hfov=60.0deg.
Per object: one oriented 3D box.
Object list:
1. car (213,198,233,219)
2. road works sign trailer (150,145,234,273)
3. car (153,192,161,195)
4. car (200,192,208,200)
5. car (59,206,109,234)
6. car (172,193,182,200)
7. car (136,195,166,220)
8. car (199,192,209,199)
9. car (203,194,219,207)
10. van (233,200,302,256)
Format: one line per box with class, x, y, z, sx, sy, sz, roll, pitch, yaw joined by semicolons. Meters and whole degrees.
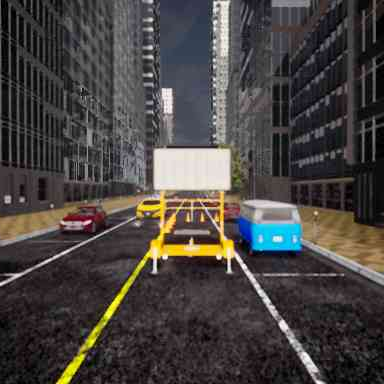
car;2.697;1.368;23.679;1.802;1.307;4.206;0;1;0
road works sign trailer;0.003;0.370;10.305;2.380;3.560;2.880;0;1;0
car;-5.677;1.130;46.454;2.008;1.369;4.403;0;1;0
car;2.706;1.075;52.140;2.008;1.369;4.403;0;1;0
car;-5.685;1.419;17.992;1.802;1.307;4.206;0;1;0
car;-2.990;0.894;67.093;1.812;1.442;4.674;0;1;0
car;-3.093;1.243;25.919;1.882;1.535;5.008;0;1;0
car;2.713;0.727;74.907;1.967;1.590;4.097;0;1;0
car;2.702;1.214;40.756;1.802;1.307;4.206;0;1;0
van;2.694;1.229;12.293;1.690;1.788;3.998;0;1;0
